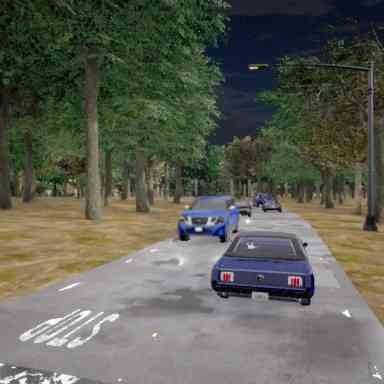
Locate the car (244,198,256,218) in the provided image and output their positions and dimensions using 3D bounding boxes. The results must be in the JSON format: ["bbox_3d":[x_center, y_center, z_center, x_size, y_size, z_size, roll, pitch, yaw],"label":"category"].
[{"bbox_3d":[4.605,1.543,30.793,2.033,1.411,5.357,0,0,11],"label":"car"}]

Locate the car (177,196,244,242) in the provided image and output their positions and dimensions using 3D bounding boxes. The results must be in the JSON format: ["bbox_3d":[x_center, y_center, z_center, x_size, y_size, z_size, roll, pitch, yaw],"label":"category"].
[{"bbox_3d":[1.017,1.232,16.577,2.150,2.045,5.566,0,-1,16],"label":"car"}]

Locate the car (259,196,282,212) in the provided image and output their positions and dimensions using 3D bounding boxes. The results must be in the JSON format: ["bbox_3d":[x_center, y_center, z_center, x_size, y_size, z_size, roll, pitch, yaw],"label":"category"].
[{"bbox_3d":[9.019,1.536,37.776,1.994,1.385,4.181,0,0,8],"label":"car"}]

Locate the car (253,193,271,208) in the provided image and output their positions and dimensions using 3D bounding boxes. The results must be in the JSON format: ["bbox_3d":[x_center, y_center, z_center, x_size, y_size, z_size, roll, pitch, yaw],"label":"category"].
[{"bbox_3d":[10.123,1.143,47.725,2.150,2.045,5.566,0,0,3],"label":"car"}]

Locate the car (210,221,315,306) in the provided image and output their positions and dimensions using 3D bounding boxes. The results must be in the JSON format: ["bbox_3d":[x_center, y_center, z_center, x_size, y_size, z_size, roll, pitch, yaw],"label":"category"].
[{"bbox_3d":[1.858,1.603,8.168,1.895,1.301,4.718,0,0,16],"label":"car"}]
